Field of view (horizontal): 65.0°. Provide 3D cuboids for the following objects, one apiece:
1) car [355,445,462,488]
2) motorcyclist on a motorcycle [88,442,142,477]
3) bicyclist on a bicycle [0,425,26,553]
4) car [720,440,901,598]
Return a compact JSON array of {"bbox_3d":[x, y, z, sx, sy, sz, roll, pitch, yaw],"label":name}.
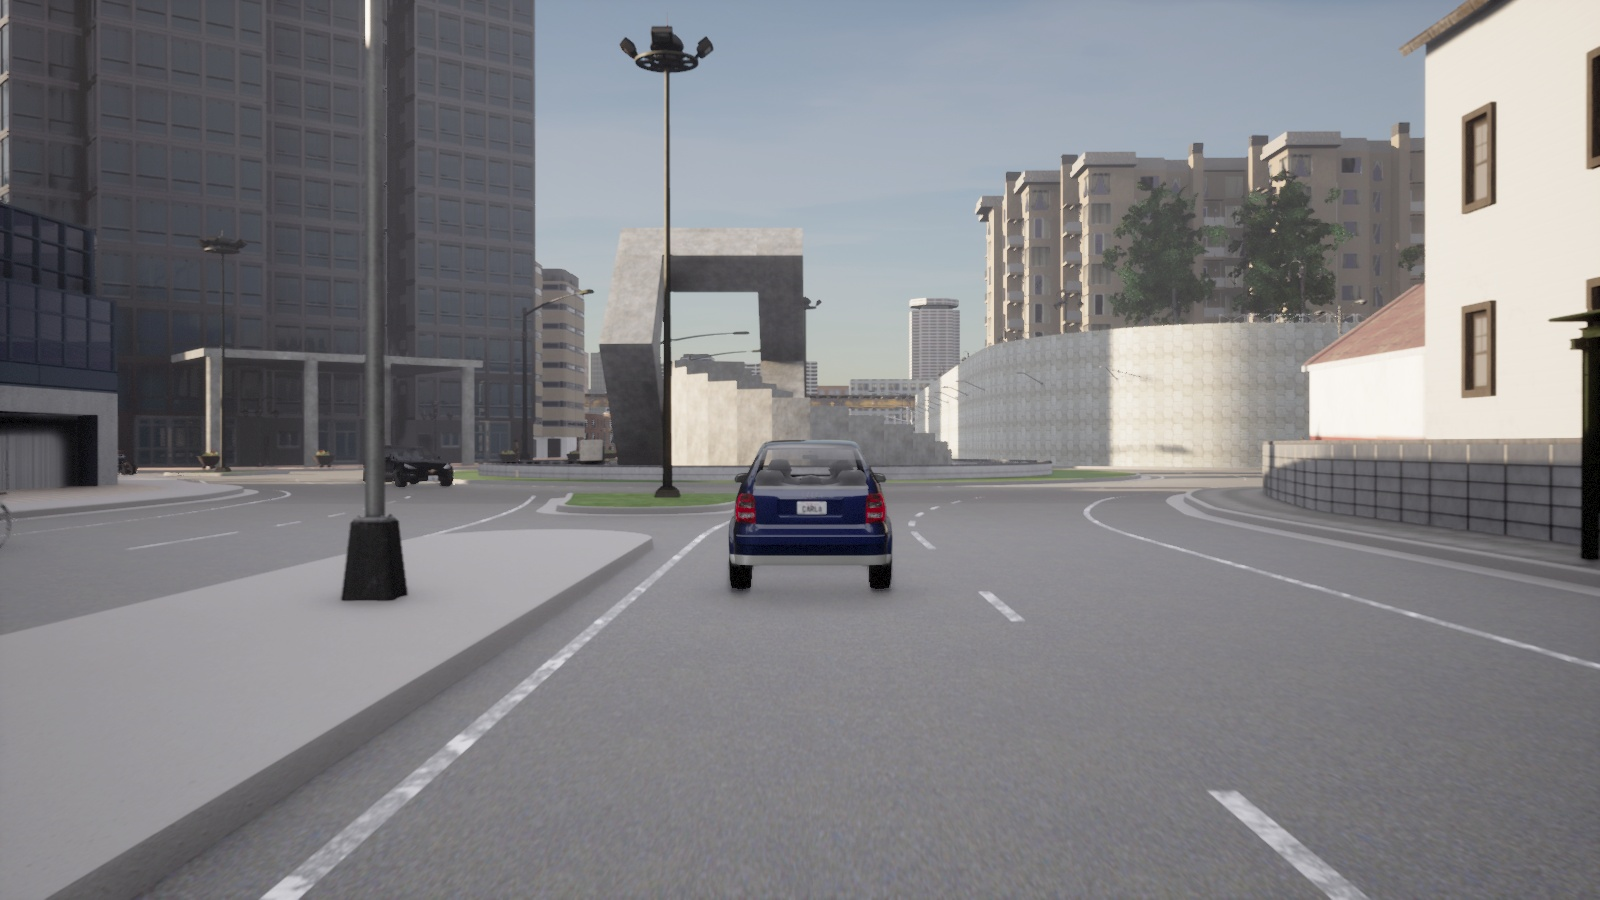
[{"bbox_3d":[-14.442,0.555,46.145,2.163,1.488,4.792,0,0,-39],"label":"car"},{"bbox_3d":[-32.661,0.437,59.884,2.350,1.649,0.766,0,1,15],"label":"motorcyclist on a motorcycle"},{"bbox_3d":[-11.392,0.542,17.017,0.659,1.776,1.843,0,0,0],"label":"bicyclist on a bicycle"},{"bbox_3d":[0.113,0.670,14.238,1.789,1.549,3.705,0,0,0],"label":"car"}]
